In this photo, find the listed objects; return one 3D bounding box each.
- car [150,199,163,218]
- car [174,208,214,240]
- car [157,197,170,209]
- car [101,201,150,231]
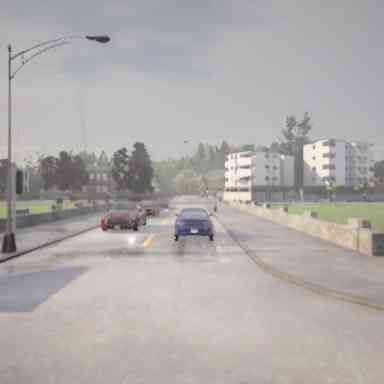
[{"bbox_3d":[-4.085,1.615,30.673,1.895,1.301,4.718,0,0,0],"label":"car"},{"bbox_3d":[0.098,1.534,16.816,1.812,1.442,4.674,0,0,0],"label":"car"},{"bbox_3d":[-4.049,1.527,45.353,1.837,1.490,4.892,0,0,1],"label":"car"},{"bbox_3d":[-4.091,1.362,20.529,2.097,1.767,4.553,0,0,0],"label":"car"}]
